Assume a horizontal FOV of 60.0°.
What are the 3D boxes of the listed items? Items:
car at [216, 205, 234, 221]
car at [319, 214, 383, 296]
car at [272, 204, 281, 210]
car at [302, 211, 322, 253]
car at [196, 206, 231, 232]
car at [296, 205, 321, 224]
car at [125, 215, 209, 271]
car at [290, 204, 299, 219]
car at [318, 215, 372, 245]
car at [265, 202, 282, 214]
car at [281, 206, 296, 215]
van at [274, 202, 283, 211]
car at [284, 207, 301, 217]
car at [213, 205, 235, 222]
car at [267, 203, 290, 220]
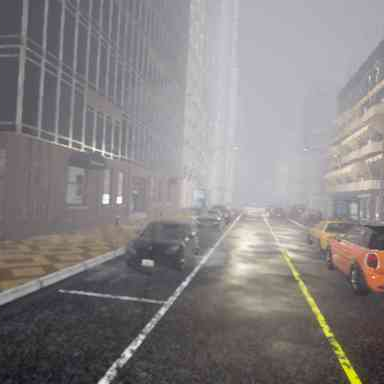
[{"bbox_3d":[2.300,1.870,28.068,1.967,1.590,4.097,3,-1,11],"label":"car"},{"bbox_3d":[5.353,1.742,9.634,2.097,1.767,4.553,3,-1,11],"label":"car"},{"bbox_3d":[20.860,3.609,82.043,1.947,1.339,4.313,3,-1,11],"label":"car"},{"bbox_3d":[6.692,1.983,15.708,1.801,1.575,5.366,3,-1,11],"label":"car"},{"bbox_3d":[1.261,1.863,22.513,2.008,1.369,4.403,3,-1,11],"label":"car"},{"bbox_3d":[11.561,2.410,32.077,1.967,1.590,4.097,3,-1,11],"label":"car"},{"bbox_3d":[-0.809,1.646,11.410,1.947,1.339,4.313,3,-1,11],"label":"car"},{"bbox_3d":[13.636,2.520,43.183,2.192,1.841,5.009,3,-1,11],"label":"car"},{"bbox_3d":[9.487,2.286,20.973,2.008,1.369,4.403,3,-1,11],"label":"car"},{"bbox_3d":[12.982,2.788,54.392,2.128,1.511,4.902,3,-1,11],"label":"car"},{"bbox_3d":[15.690,3.022,54.284,1.802,1.307,4.206,3,-1,11],"label":"car"},{"bbox_3d":[19.838,3.263,76.493,1.690,1.788,3.998,3,-1,11],"label":"van"},{"bbox_3d":[14.655,2.905,48.732,1.802,1.307,4.206,3,-1,11],"label":"car"},{"bbox_3d":[3.299,2.069,33.451,1.752,1.417,4.829,3,-1,11],"label":"car"},{"bbox_3d":[10.518,2.538,40.835,1.812,1.442,4.674,3,0,11],"label":"car"}]
